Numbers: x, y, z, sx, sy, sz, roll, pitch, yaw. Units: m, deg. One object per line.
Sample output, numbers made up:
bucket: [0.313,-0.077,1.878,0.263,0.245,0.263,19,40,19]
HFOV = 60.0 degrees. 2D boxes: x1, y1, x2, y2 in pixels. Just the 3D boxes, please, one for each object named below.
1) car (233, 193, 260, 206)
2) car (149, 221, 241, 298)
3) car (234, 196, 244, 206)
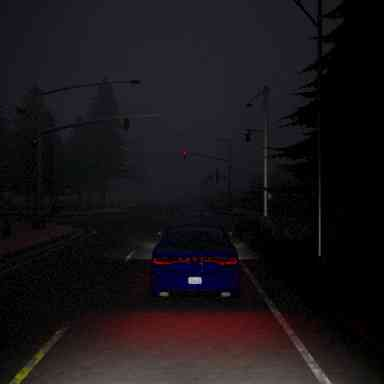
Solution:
car: [8.549,1.145,52.059,3.866,1.878,1.905,0,0,0]
car: [0.079,1.477,8.597,1.882,1.535,5.008,0,0,1]
car: [8.958,1.143,49.548,4.605,1.855,1.932,0,0,0]
